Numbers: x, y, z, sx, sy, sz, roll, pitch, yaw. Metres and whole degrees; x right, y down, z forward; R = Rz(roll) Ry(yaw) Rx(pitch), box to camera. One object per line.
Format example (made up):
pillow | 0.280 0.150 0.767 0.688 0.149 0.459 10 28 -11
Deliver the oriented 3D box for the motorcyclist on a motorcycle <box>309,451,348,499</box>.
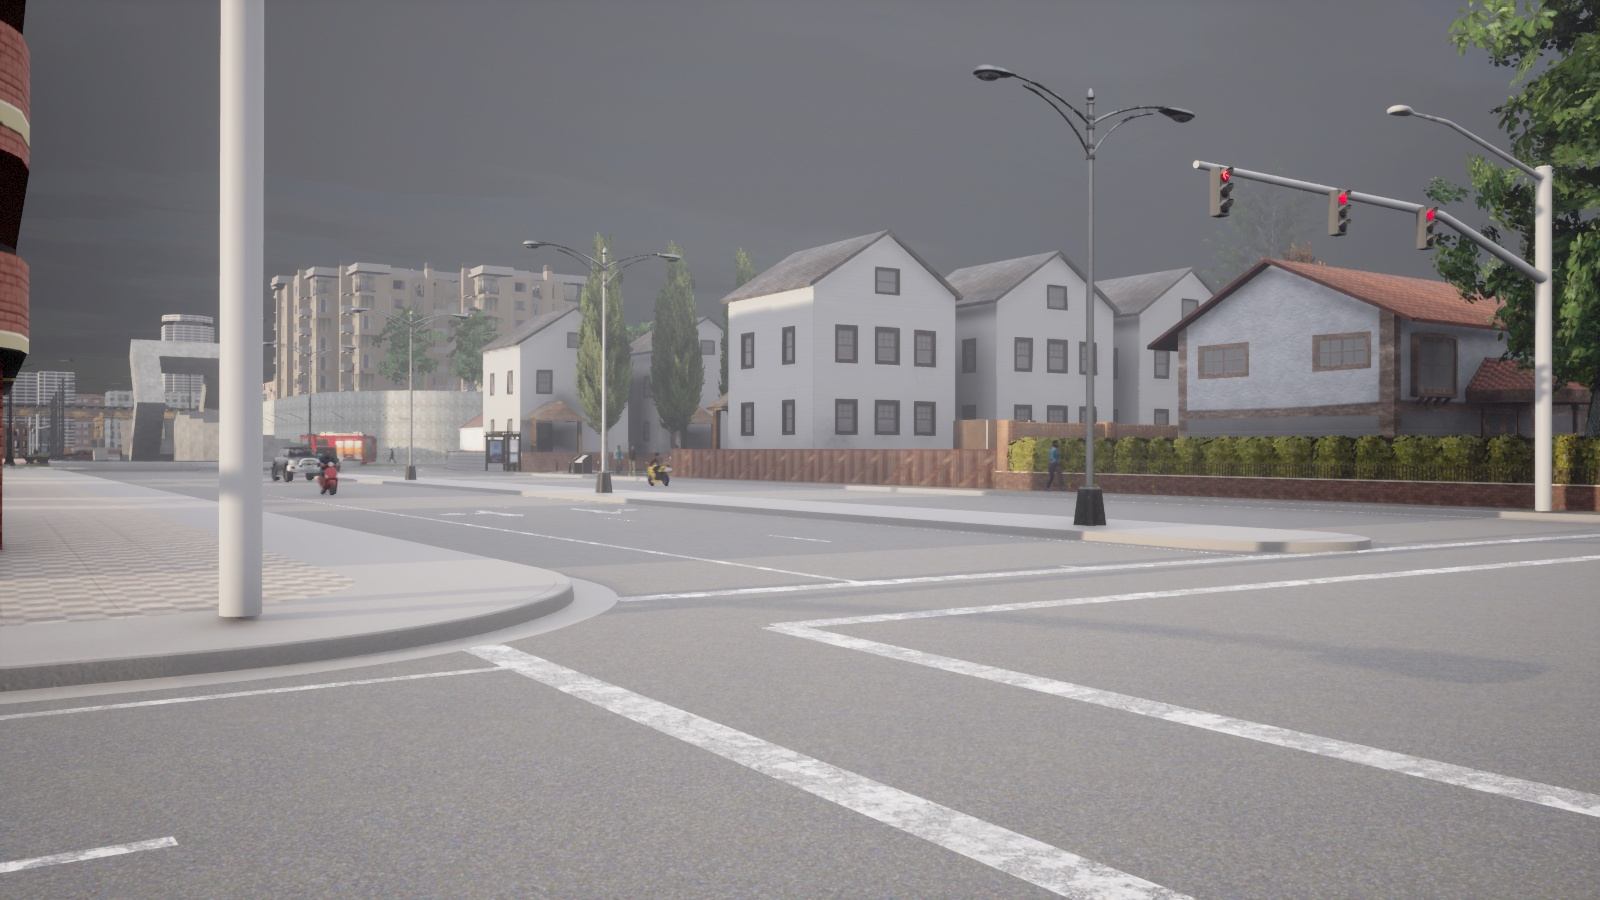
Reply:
motorcyclist on a motorcycle | -16.159 0.838 43.036 0.866 1.590 1.817 0 0 -33

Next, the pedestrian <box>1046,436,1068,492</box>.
pedestrian | 8.894 0.487 43.479 0.396 1.930 0.692 0 0 -32

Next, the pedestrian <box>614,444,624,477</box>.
pedestrian | -10.678 0.604 74.117 0.396 1.930 0.692 0 0 -23

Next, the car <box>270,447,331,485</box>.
car | -24.967 0.768 62.715 1.932 1.855 4.605 0 0 -33

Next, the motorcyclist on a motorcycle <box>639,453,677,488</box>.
motorcyclist on a motorcycle | -6.268 0.875 55.276 0.797 1.523 2.044 0 0 -33

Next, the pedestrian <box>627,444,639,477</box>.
pedestrian | -9.434 0.592 71.011 0.431 1.840 0.703 0 0 -33
